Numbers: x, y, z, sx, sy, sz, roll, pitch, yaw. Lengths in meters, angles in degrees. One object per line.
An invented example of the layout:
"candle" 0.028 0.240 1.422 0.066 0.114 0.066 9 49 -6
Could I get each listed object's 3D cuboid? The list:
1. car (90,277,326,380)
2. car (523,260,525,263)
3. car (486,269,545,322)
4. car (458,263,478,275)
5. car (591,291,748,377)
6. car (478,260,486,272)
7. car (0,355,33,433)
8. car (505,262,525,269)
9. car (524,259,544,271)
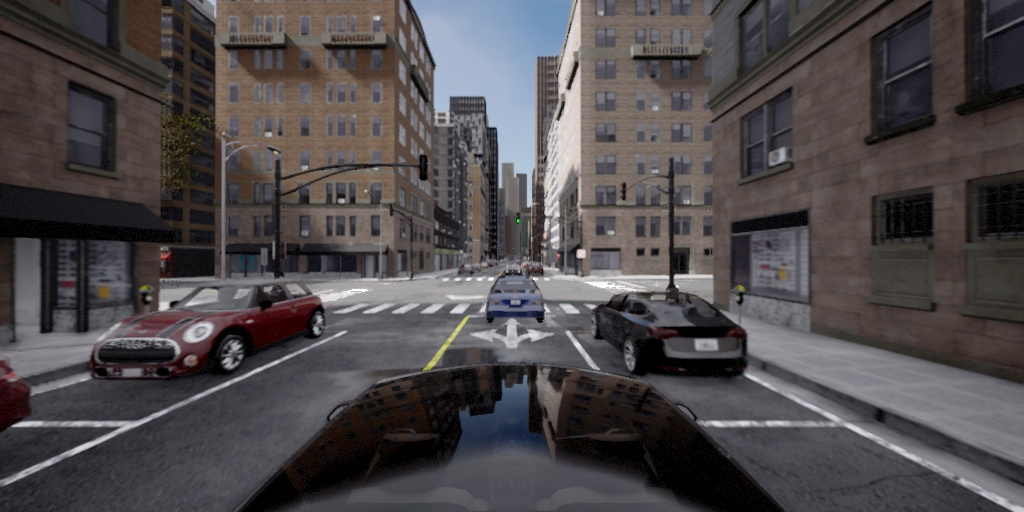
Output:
"car" -5.669 1.225 7.336 1.967 1.591 4.097 0 0 0
"car" 2.894 1.617 50.004 1.751 1.417 4.829 0 0 0
"car" 0.099 1.366 12.618 2.033 1.411 5.357 0 0 0
"car" -5.641 1.631 44.437 1.802 1.307 4.207 0 0 0
"car" 2.856 1.351 7.337 1.948 1.339 4.313 0 0 0
"car" -5.622 1.687 55.253 2.007 1.370 4.403 0 0 0
"car" -5.669 1.333 1.834 1.802 1.307 4.207 0 0 0
"car" 0.112 1.601 38.368 1.895 1.301 4.718 0 -1 0
"car" 2.885 1.489 44.425 1.967 1.591 4.097 0 0 0
